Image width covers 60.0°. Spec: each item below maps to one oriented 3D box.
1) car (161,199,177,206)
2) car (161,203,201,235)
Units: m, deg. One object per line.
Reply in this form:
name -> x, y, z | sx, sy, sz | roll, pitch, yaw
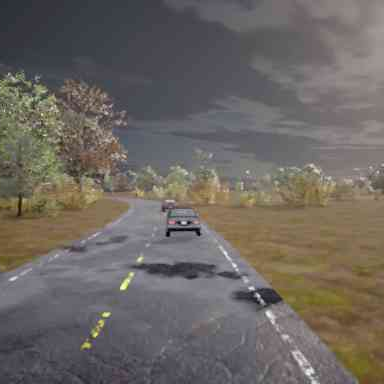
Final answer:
car -> -2.705, 1.527, 39.895 | 1.812, 1.442, 4.674 | 0, 0, -8
car -> -0.557, 1.547, 18.625 | 2.033, 1.411, 5.357 | 0, 0, -4
